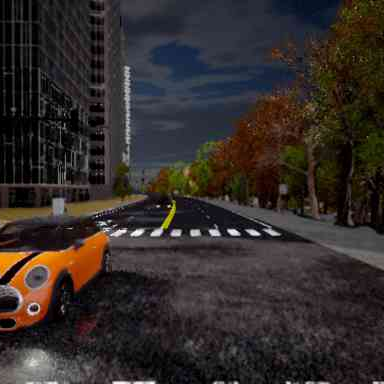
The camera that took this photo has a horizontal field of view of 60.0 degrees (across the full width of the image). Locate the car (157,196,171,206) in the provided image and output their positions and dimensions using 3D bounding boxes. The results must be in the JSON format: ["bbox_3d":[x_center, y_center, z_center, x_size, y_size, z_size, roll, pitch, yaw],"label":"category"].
[{"bbox_3d":[-4.354,1.300,51.464,1.882,1.535,5.008,0,0,-3],"label":"car"}]

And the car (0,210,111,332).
[{"bbox_3d":[-3.238,1.347,7.131,2.097,1.767,4.553,-1,0,0],"label":"car"}]
